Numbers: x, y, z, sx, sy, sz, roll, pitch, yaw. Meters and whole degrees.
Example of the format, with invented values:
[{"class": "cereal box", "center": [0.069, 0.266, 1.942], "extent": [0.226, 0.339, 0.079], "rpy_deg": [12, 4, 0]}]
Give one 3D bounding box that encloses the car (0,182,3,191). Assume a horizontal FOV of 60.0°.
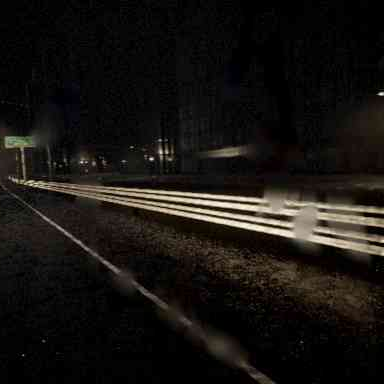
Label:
[{"class": "car", "center": [-32.541, -0.917, 55.320], "extent": [2.128, 1.511, 4.902], "rpy_deg": [-5, 5, -31]}]
